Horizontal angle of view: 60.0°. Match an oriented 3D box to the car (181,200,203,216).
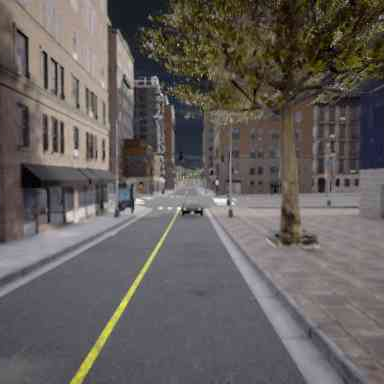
[{"bbox_3d":[0.027,1.368,29.410,1.895,1.301,4.718,0,1,0],"label":"car"}]
